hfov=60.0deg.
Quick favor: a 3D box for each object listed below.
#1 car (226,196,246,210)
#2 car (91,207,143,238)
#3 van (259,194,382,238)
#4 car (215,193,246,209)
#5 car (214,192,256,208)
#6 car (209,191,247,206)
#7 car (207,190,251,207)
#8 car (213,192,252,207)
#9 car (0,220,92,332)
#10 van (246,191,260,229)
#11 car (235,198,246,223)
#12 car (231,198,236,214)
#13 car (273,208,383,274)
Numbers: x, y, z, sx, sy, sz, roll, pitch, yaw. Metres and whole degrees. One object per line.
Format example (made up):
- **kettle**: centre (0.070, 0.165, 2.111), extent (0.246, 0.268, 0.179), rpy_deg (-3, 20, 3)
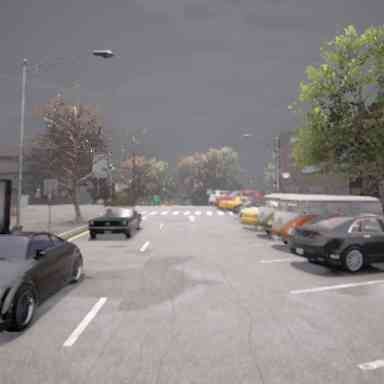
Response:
- **car**: centre (5.311, 1.279, 25.117), extent (4.674, 1.452, 2.002), rpy_deg (0, 0, -20)
- **car**: centre (-3.722, 1.441, 16.806), extent (1.895, 1.301, 4.718), rpy_deg (0, 1, -1)
- **van**: centre (5.167, 1.129, 12.967), extent (4.442, 1.987, 1.878), rpy_deg (1, 1, -20)
- **car**: centre (5.467, 1.150, 34.237), extent (5.366, 1.575, 1.946), rpy_deg (1, 0, -20)
- **car**: centre (5.208, 0.967, 40.234), extent (4.553, 1.767, 2.185), rpy_deg (1, 0, -21)
- **car**: centre (5.249, 0.871, 37.183), extent (5.566, 2.045, 2.435), rpy_deg (1, 1, -21)
- **car**: centre (5.124, 0.940, 46.211), extent (5.566, 2.045, 2.435), rpy_deg (2, -5, -20)
- **car**: centre (5.219, 0.976, 43.259), extent (4.553, 1.767, 2.185), rpy_deg (2, -2, -21)
- **car**: centre (-3.667, 1.503, 6.577), extent (1.994, 1.385, 4.181), rpy_deg (0, 1, 0)
- **van**: centre (5.179, 1.099, 15.995), extent (4.442, 1.987, 1.878), rpy_deg (1, 1, -20)
- **car**: centre (5.474, 1.296, 19.128), extent (5.366, 1.575, 1.946), rpy_deg (1, 0, -20)
- **car**: centre (5.316, 1.308, 22.089), extent (4.674, 1.452, 2.002), rpy_deg (1, 1, -20)
- **car**: centre (5.251, 1.386, 9.991), extent (4.892, 1.521, 2.231), rpy_deg (1, 0, -20)
